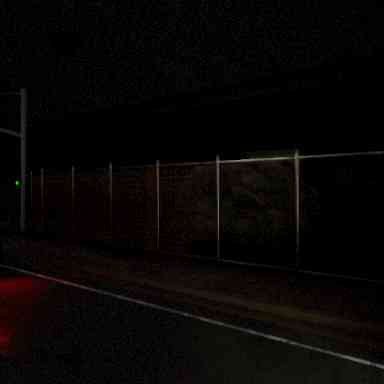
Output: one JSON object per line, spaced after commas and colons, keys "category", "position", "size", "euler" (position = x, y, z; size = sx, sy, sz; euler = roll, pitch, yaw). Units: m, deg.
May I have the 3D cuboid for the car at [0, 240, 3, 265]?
{"category": "car", "position": [-7.128, 1.484, 9.074], "size": [4.902, 1.511, 2.128], "euler": [0, 0, 33]}
